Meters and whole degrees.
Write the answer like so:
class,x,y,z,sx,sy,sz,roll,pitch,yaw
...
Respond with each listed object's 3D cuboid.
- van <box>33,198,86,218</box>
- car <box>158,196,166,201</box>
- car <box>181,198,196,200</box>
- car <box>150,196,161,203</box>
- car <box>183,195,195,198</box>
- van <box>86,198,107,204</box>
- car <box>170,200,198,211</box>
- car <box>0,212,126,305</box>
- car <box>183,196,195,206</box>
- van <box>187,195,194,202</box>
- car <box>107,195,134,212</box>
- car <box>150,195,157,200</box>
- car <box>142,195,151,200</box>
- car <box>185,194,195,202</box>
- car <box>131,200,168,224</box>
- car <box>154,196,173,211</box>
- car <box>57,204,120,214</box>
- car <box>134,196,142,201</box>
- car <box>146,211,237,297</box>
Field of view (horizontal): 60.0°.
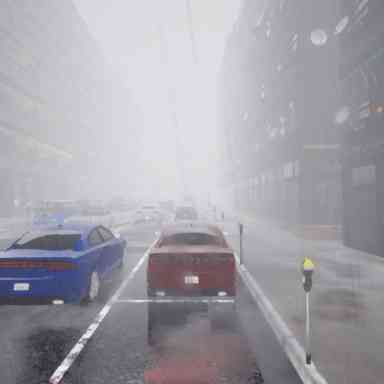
class,x,y,z,sx,sy,sz,roll,pitch,yaw
van,-8.312,1.359,20.753,1.690,1.788,3.998,2,0,0
car,-8.326,1.847,92.652,1.802,1.307,4.206,1,0,0
car,-0.438,1.582,31.754,1.887,1.381,4.507,1,0,0
car,-8.323,1.725,76.059,1.887,1.381,4.507,1,0,0
car,-0.429,1.490,37.286,1.967,1.590,4.097,1,0,0
van,-8.313,1.368,26.285,1.690,1.788,3.998,1,0,0
car,-0.438,1.572,26.224,1.887,1.381,4.507,1,0,0
car,-2.921,1.482,8.185,1.882,1.535,5.008,0,0,0
car,-0.473,1.553,59.411,1.967,1.590,4.097,1,0,0
van,-0.474,1.575,87.068,1.690,1.788,3.998,1,0,0
car,-8.314,1.365,37.346,2.192,1.841,5.009,1,0,0
car,-8.317,1.471,70.528,2.192,1.841,5.009,1,0,0
car,-8.321,1.660,53.938,1.947,1.339,4.313,1,0,0
car,-0.472,1.521,81.536,2.192,1.841,5.009,1,0,0
car,-3.021,1.550,24.677,1.812,1.442,4.674,0,0,0
car,-2.925,1.531,38.747,1.882,1.535,5.008,0,0,0
car,-5.870,1.616,19.505,1.895,1.301,4.718,0,0,0
car,-8.314,1.379,42.876,2.192,1.841,5.009,1,0,0
car,-0.006,1.482,8.653,1.882,1.535,5.008,0,0,0
